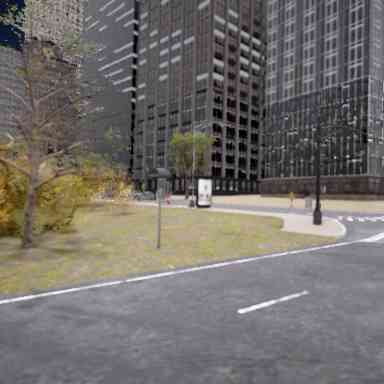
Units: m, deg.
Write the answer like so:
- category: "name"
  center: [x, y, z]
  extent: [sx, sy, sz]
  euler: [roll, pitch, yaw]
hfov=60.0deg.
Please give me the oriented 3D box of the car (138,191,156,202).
- category: "car"
  center: [-7.727, 0.616, 49.014]
  extent: [1.812, 1.442, 4.674]
  euler: [2, -1, -41]

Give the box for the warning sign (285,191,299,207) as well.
- category: "warning sign"
  center: [12.083, 0.853, 40.323]
  extent: [1.300, 1.860, 1.060]
  euler: [1, -1, -40]

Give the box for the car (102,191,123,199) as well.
- category: "car"
  center: [-14.909, 0.502, 62.001]
  extent: [1.994, 1.385, 4.181]
  euler: [2, -1, -43]

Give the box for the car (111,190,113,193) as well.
- category: "car"
  center: [-10.777, 0.463, 47.571]
  extent: [2.128, 1.511, 4.902]
  euler: [2, -1, -41]

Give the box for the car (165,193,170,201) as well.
- category: "car"
  center: [-5.530, 0.753, 56.525]
  extent: [1.812, 1.442, 4.674]
  euler: [2, -1, -41]

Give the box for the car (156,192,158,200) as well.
- category: "car"
  center: [-7.762, 0.621, 54.151]
  extent: [2.128, 1.511, 4.902]
  euler: [2, -1, -41]
